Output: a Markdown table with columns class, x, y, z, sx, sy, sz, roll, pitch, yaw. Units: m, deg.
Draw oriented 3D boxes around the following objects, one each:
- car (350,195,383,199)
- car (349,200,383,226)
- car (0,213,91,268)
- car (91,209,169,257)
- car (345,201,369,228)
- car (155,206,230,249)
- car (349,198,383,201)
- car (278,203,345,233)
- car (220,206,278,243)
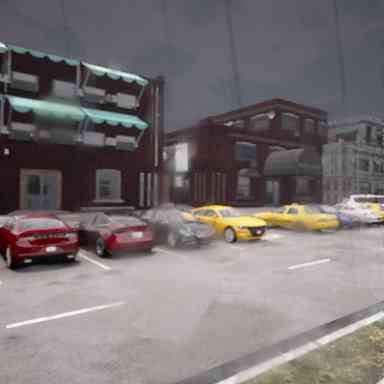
| class | x | y | z | sx | sy | sz | roll | pitch | yaw |
| --- | --- | --- | --- | --- | --- | --- | --- | --- | --- |
| car | 14.948 | 1.281 | 25.954 | 2.435 | 2.045 | 5.566 | 1 | 0 | -35 |
| car | 10.407 | 1.521 | 22.753 | 2.002 | 1.452 | 4.674 | 0 | 0 | -35 |
| car | -5.435 | 1.475 | 11.472 | 2.097 | 1.535 | 5.008 | 0 | 0 | -35 |
| car | -3.190 | 1.501 | 13.113 | 2.163 | 1.488 | 4.792 | 0 | 0 | -35 |
| car | 8.239 | 1.507 | 21.216 | 2.002 | 1.452 | 4.674 | 0 | 0 | -35 |
| car | -0.912 | 1.468 | 14.706 | 2.231 | 1.521 | 4.892 | 0 | 0 | -35 |
| car | 12.558 | 1.501 | 24.515 | 1.946 | 1.575 | 5.366 | 1 | 0 | -35 |
| car | 5.876 | 1.458 | 19.758 | 1.946 | 1.575 | 5.366 | 0 | 0 | -35 |
| car | 1.454 | 1.462 | 16.389 | 2.097 | 1.535 | 5.008 | 0 | 0 | -35 |
